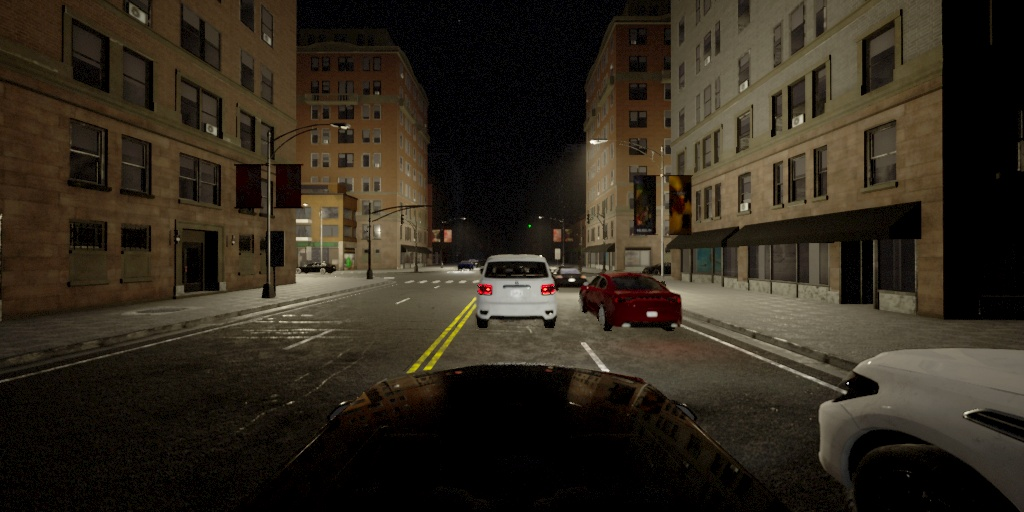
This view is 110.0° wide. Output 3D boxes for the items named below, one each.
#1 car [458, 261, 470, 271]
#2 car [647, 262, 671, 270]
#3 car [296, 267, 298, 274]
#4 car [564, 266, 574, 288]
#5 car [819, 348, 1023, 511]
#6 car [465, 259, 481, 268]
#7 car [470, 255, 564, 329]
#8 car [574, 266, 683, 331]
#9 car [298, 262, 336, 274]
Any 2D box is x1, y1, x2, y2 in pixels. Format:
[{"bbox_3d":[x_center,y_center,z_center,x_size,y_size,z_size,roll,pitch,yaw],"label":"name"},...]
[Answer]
[{"bbox_3d":[-6.523,1.372,50.818,1.895,1.301,4.718,0,0,0],"label":"car"},{"bbox_3d":[16.090,1.370,37.837,4.181,1.385,1.994,0,0,0],"label":"car"},{"bbox_3d":[-22.119,1.187,32.253,4.097,1.591,1.967,0,0,0],"label":"car"},{"bbox_3d":[3.390,1.325,22.332,1.994,1.385,4.181,0,0,0],"label":"car"},{"bbox_3d":[3.347,0.971,0.227,2.150,2.045,5.566,0,0,0],"label":"car"},{"bbox_3d":[-6.489,1.264,60.655,2.128,1.511,4.902,0,0,0],"label":"car"},{"bbox_3d":[0.118,0.979,11.428,2.150,2.045,5.566,0,0,0],"label":"car"},{"bbox_3d":[3.365,1.233,11.061,1.882,1.535,5.008,0,0,0],"label":"car"},{"bbox_3d":[-22.065,1.348,40.278,4.313,1.339,1.948,0,0,0],"label":"car"}]
